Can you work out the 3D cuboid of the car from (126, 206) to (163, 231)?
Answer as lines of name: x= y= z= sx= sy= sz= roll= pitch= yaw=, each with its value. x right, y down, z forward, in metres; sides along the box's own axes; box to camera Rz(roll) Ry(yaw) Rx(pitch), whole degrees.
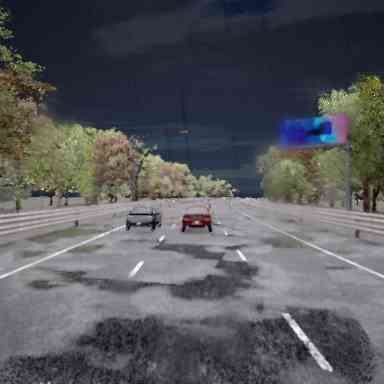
car: x=-3.081 y=1.697 z=22.162 sx=2.128 sy=1.511 sz=4.902 roll=0 pitch=0 yaw=2

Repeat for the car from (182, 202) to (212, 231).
car: x=0.344 y=1.690 z=22.318 sx=1.882 sy=1.535 sz=5.008 roll=0 pitch=-1 yaw=1

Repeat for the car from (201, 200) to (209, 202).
car: x=1.114 y=1.983 z=39.579 sx=1.895 sy=1.301 sz=4.718 roll=0 pitch=-1 yaw=3

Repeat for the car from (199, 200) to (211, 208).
car: x=2.401 y=2.142 z=59.803 sx=2.033 sy=1.411 sz=5.357 roll=0 pitch=-1 yaw=4
